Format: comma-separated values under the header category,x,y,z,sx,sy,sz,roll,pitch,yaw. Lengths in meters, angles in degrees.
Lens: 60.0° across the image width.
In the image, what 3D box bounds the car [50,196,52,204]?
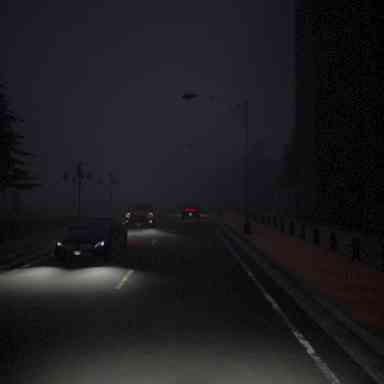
category,x,y,z,sx,sy,sz,roll,pitch,yaw
car,-36.419,2.367,88.407,4.514,1.523,2.007,0,-1,-1

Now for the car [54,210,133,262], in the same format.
category,x,y,z,sx,sy,sz,roll,pitch,yaw
car,-3.687,1.682,12.953,1.812,1.442,4.674,0,0,-1

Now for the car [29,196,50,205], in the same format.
category,x,y,z,sx,sy,sz,roll,pitch,yaw
car,-36.385,2.271,78.415,3.633,1.501,1.845,0,-1,-1

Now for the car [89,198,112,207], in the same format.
category,x,y,z,sx,sy,sz,roll,pitch,yaw
car,-17.858,2.145,63.584,3.633,1.501,1.845,0,-1,-1

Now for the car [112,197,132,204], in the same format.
category,x,y,z,sx,sy,sz,roll,pitch,yaw
car,-17.864,2.088,82.170,4.605,1.855,1.932,0,-1,-1

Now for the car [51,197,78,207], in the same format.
category,x,y,z,sx,sy,sz,roll,pitch,yaw
car,-25.302,2.192,66.507,3.806,1.475,1.970,0,-1,-1

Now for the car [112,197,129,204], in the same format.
category,x,y,z,sx,sy,sz,roll,pitch,yaw
car,-18.298,2.102,85.073,3.866,1.878,1.905,0,-1,-1

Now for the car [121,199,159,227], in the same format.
category,x,y,z,sx,sy,sz,roll,pitch,yaw
car,-3.680,1.650,25.049,2.097,1.767,4.553,0,-1,0

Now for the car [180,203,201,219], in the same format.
category,x,y,z,sx,sy,sz,roll,pitch,yaw
car,-0.146,1.906,33.982,1.837,1.490,4.892,0,-1,0
